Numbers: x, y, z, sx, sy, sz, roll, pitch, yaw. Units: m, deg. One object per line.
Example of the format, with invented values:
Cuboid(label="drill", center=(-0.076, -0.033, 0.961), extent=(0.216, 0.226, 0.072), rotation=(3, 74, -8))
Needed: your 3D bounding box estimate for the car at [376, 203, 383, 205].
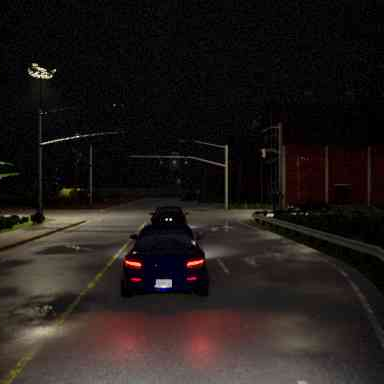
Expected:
Cuboid(label="car", center=(22.789, 1.504, 36.575), extent=(5.008, 1.535, 1.882), rotation=(0, 0, -2))

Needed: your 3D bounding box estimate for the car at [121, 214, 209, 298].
Cuboid(label="car", center=(-0.643, 1.526, 8.446), extent=(1.812, 1.442, 4.674), rotation=(0, 0, -3))

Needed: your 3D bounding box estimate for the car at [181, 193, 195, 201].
Cuboid(label="car", center=(-0.896, 1.146, 81.622), extent=(3.866, 1.878, 1.905), rotation=(-3, 4, 44))

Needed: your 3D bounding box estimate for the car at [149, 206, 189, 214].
Cuboid(label="car", center=(-1.221, 1.505, 17.691), extent=(1.837, 1.490, 4.892), rotation=(0, 0, -3))

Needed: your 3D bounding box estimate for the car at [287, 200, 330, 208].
Cuboid(label="car", center=(12.697, 1.553, 36.139), extent=(4.674, 1.442, 1.812), rotation=(0, 0, -3))
